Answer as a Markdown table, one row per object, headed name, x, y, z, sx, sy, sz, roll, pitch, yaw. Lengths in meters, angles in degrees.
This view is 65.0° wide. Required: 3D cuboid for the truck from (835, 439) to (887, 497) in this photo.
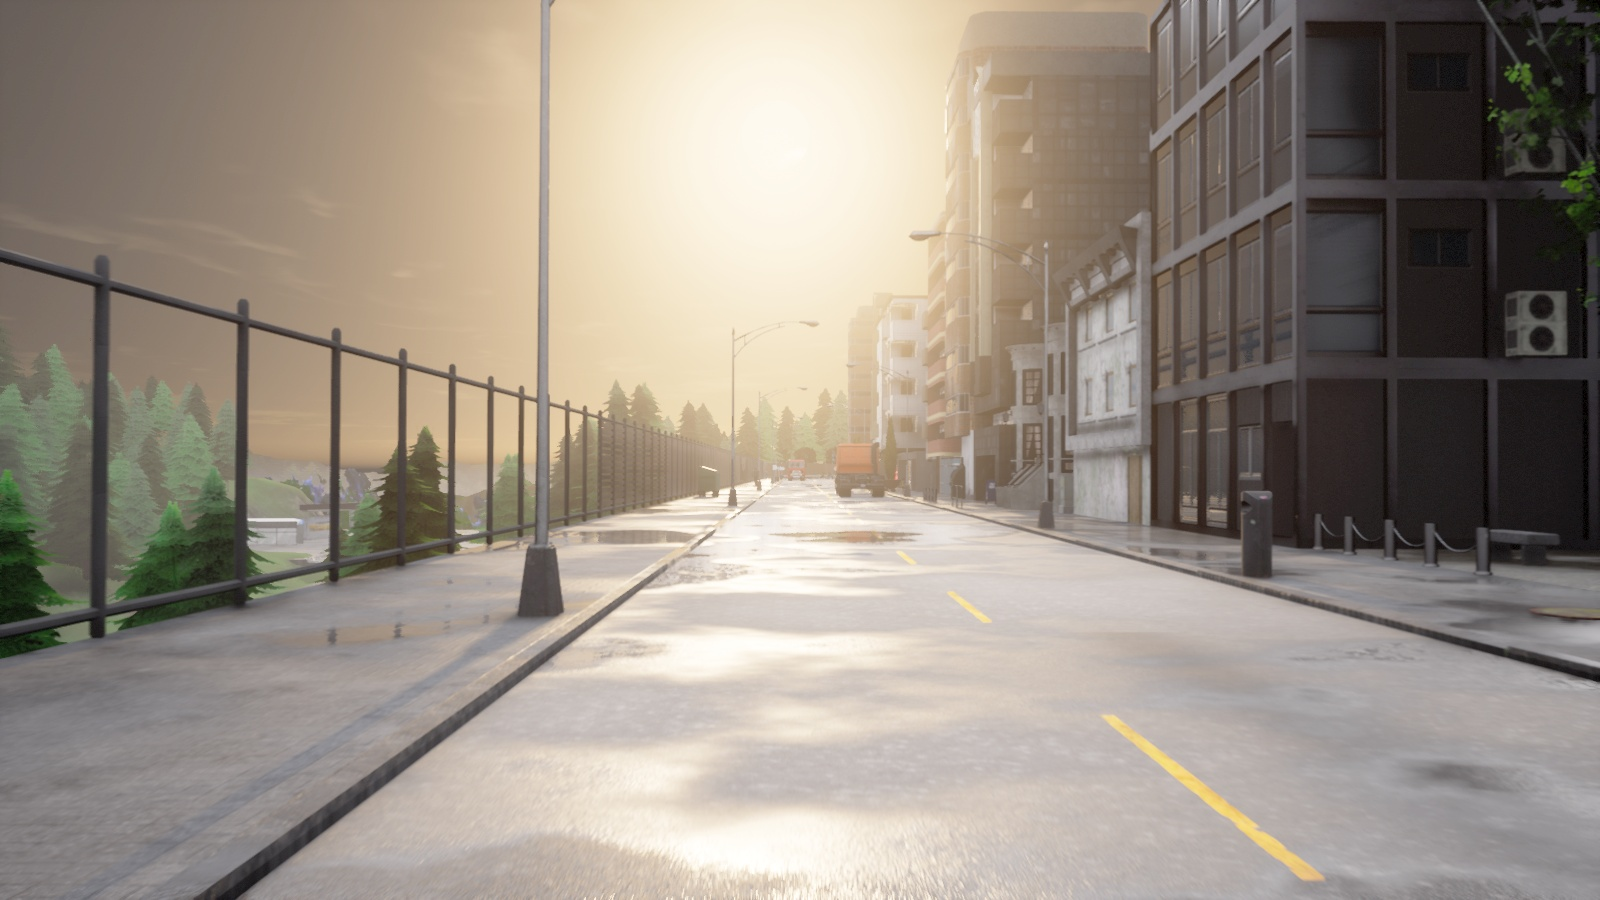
| name | x | y | z | sx | sy | sz | roll | pitch | yaw |
| --- | --- | --- | --- | --- | --- | --- | --- | --- | --- |
| truck | 3.774 | 1.153 | 79.743 | 2.891 | 3.462 | 7.936 | 0 | -1 | 0 |
